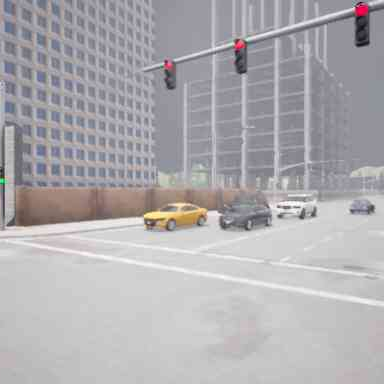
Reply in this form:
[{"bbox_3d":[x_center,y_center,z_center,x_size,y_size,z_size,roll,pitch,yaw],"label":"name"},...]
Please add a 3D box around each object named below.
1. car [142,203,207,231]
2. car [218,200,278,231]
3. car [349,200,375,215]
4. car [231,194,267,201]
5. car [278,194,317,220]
[{"bbox_3d":[-0.967,1.460,20.702,1.882,1.535,5.008,0,0,35],"label":"car"},{"bbox_3d":[3.422,1.494,20.836,1.837,1.490,4.892,0,0,35],"label":"car"},{"bbox_3d":[17.688,1.534,34.542,2.033,1.411,5.357,0,0,35],"label":"car"},{"bbox_3d":[4.791,1.198,28.800,2.150,2.045,5.566,0,0,35],"label":"car"},{"bbox_3d":[9.136,1.205,28.854,2.150,2.045,5.566,0,0,36],"label":"car"}]
